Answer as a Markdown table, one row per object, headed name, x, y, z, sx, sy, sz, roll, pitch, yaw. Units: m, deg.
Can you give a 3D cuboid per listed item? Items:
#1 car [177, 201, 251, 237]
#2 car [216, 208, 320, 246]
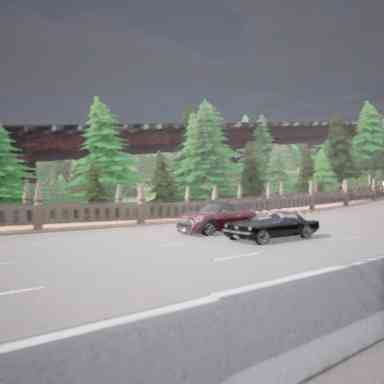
| name | x | y | z | sx | sy | sz | roll | pitch | yaw |
| --- | --- | --- | --- | --- | --- | --- | --- | --- | --- |
| car | 1.418 | 1.300 | 17.877 | 4.553 | 1.767 | 2.097 | 0 | 0 | -35 |
| car | 3.657 | 1.548 | 15.165 | 4.718 | 1.301 | 1.895 | 0 | 0 | -35 |
